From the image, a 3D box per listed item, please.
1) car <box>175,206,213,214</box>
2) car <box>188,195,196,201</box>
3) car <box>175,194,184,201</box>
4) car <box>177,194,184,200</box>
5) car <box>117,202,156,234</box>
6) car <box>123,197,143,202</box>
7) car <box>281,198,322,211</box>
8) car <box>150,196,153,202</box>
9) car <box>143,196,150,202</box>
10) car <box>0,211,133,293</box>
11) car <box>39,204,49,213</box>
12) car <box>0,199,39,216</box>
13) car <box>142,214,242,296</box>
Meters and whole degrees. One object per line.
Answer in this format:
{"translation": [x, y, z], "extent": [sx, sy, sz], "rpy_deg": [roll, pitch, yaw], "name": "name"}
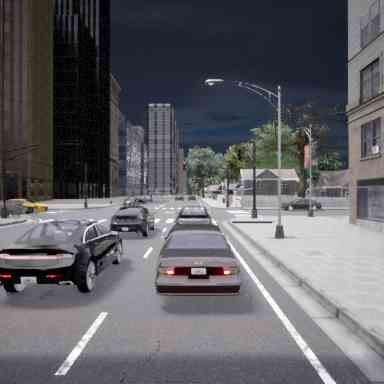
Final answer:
{"translation": [0.103, 1.491, 17.839], "extent": [2.128, 1.511, 4.902], "rpy_deg": [0, 0, 0], "name": "car"}
{"translation": [0.022, 1.494, 84.129], "extent": [1.837, 1.490, 4.892], "rpy_deg": [0, 0, 0], "name": "car"}
{"translation": [-3.228, 1.342, 83.923], "extent": [2.097, 1.767, 4.553], "rpy_deg": [0, 0, 0], "name": "car"}
{"translation": [-3.225, 1.311, 93.958], "extent": [1.882, 1.535, 5.008], "rpy_deg": [0, 0, 0], "name": "car"}
{"translation": [-3.145, 1.504, 18.116], "extent": [1.837, 1.490, 4.892], "rpy_deg": [0, 0, 0], "name": "car"}
{"translation": [-9.812, 1.486, 53.797], "extent": [2.128, 1.511, 4.902], "rpy_deg": [0, 0, 1], "name": "car"}
{"translation": [13.293, 1.554, 40.739], "extent": [4.892, 1.490, 1.837], "rpy_deg": [0, -1, 0], "name": "car"}
{"translation": [-9.731, 1.517, 73.229], "extent": [1.812, 1.442, 4.674], "rpy_deg": [0, 0, 0], "name": "car"}
{"translation": [-9.776, 1.595, 63.117], "extent": [1.895, 1.301, 4.718], "rpy_deg": [0, 0, 1], "name": "car"}
{"translation": [-3.149, 1.492, 8.856], "extent": [2.128, 1.511, 4.902], "rpy_deg": [0, 0, 0], "name": "car"}
{"translation": [-17.361, 1.462, 34.077], "extent": [5.008, 1.535, 1.882], "rpy_deg": [0, -1, -2], "name": "car"}
{"translation": [-16.987, 1.516, 30.835], "extent": [4.181, 1.385, 1.994], "rpy_deg": [0, -1, -2], "name": "car"}
{"translation": [0.093, 1.545, 8.785], "extent": [2.033, 1.411, 5.357], "rpy_deg": [0, 0, -1], "name": "car"}
